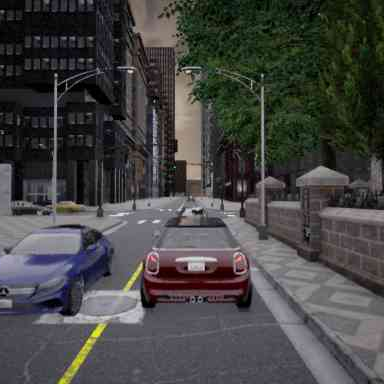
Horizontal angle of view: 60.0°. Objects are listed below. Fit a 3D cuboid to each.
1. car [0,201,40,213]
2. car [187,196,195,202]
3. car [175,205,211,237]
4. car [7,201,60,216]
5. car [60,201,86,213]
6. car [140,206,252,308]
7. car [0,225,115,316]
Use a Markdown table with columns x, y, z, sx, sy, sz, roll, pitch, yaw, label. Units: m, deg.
| x | y | z | sx | sy | sz | roll | pitch | yaw | label |
| --- | --- | --- | --- | --- | --- | --- | --- | --- | --- |
| -20.233 | 1.709 | 38.531 | 4.403 | 1.369 | 2.008 | 0 | -1 | 0 | car |
| -0.254 | 1.726 | 81.254 | 1.812 | 1.442 | 4.674 | 0 | 0 | 0 | car |
| 0.038 | 1.543 | 19.171 | 1.812 | 1.442 | 4.674 | 0 | 0 | 0 | car |
| -14.731 | 1.518 | 29.995 | 4.403 | 1.369 | 2.008 | 0 | -1 | 0 | car |
| -14.890 | 1.676 | 38.519 | 4.829 | 1.417 | 1.752 | 0 | -1 | 0 | car |
| 0.073 | 1.356 | 8.066 | 2.097 | 1.767 | 4.553 | 0 | 0 | 0 | car |
| -3.021 | 1.530 | 7.628 | 1.812 | 1.442 | 4.674 | 0 | 0 | 0 | car |
